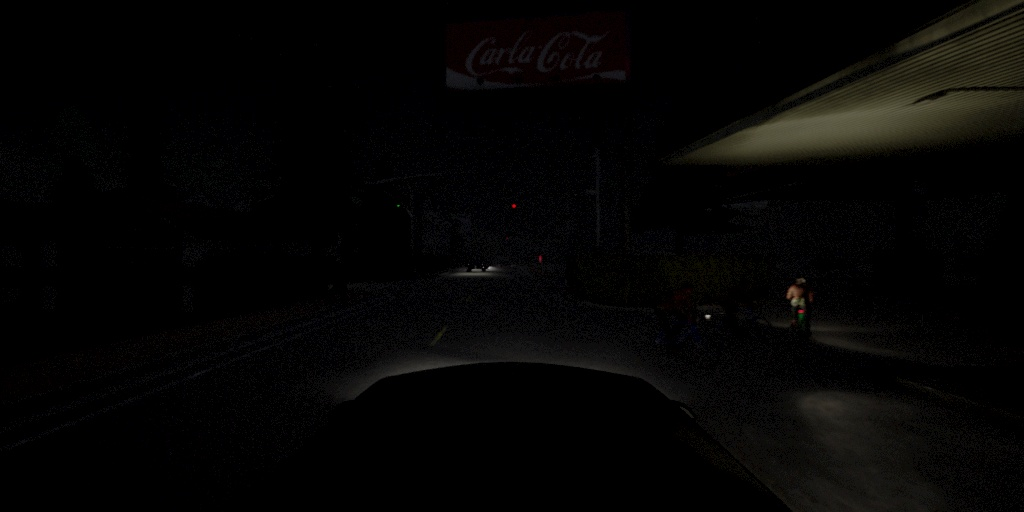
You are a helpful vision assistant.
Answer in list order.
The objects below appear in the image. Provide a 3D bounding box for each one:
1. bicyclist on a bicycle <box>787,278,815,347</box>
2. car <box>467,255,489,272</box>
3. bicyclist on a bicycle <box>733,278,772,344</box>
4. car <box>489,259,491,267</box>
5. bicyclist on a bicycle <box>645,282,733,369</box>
[{"bbox_3d":[7.230,1.371,8.972,0.582,1.620,1.656,0,0,39],"label":"bicyclist on a bicycle"},{"bbox_3d":[-4.419,0.908,45.272,2.150,2.045,5.566,0,0,-2],"label":"car"},{"bbox_3d":[5.610,1.370,8.879,1.656,1.620,0.582,0,0,2],"label":"bicyclist on a bicycle"},{"bbox_3d":[-4.562,1.196,54.998,1.812,1.442,4.674,0,0,-1],"label":"car"},{"bbox_3d":[3.394,1.348,7.274,0.582,1.620,1.656,1,1,-30],"label":"bicyclist on a bicycle"}]
